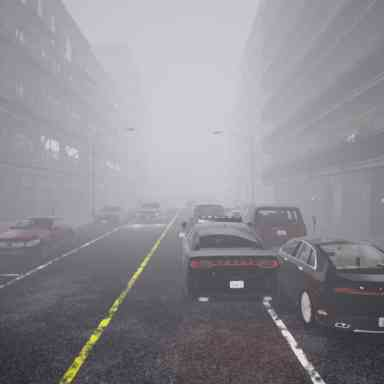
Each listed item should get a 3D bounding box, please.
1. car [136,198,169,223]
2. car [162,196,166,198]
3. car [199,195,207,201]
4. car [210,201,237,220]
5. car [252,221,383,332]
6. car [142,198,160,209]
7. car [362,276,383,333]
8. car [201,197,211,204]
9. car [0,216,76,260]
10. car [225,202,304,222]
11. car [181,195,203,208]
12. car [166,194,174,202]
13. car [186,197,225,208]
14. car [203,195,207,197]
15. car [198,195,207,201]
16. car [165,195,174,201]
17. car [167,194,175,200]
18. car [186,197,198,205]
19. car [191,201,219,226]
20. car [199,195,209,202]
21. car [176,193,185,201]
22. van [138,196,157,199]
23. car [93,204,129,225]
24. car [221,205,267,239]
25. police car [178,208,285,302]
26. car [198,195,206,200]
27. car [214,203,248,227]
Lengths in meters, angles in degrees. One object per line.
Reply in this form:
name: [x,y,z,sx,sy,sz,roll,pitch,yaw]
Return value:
car: [-3.111,1.504,25.723,1.837,1.490,4.892,0,0,0]
car: [-5.696,1.541,52.167,2.008,1.369,4.403,1,0,0]
car: [2.675,1.511,80.462,1.887,1.381,4.507,1,0,0]
car: [2.691,1.543,29.424,1.887,1.381,4.507,1,0,0]
car: [2.698,1.552,6.741,2.008,1.369,4.403,1,0,0]
car: [-5.695,1.538,46.495,1.887,1.381,4.507,1,0,0]
car: [2.700,1.551,1.070,2.008,1.369,4.403,1,0,0]
car: [2.681,1.564,63.451,1.802,1.307,4.206,1,0,0]
car: [-5.685,1.583,12.467,1.802,1.307,4.206,1,0,0]
car: [2.699,1.316,12.412,2.192,1.841,5.009,1,0,0]
car: [-0.004,1.485,44.917,2.128,1.511,4.902,0,0,0]
car: [-5.704,1.538,74.853,1.947,1.339,4.313,1,0,0]
car: [0.858,1.352,18.318,2.097,1.767,4.553,0,0,0]
car: [2.683,1.426,57.779,1.967,1.590,4.097,1,0,0]
car: [2.673,1.511,86.132,2.008,1.369,4.403,1,0,0]
car: [-5.707,1.511,86.195,2.008,1.369,4.403,1,0,0]
car: [-5.707,1.394,91.867,1.967,1.590,4.097,1,0,0]
car: [-0.020,1.549,58.527,1.994,1.385,4.181,0,0,0]
car: [0.836,1.505,24.349,1.837,1.490,4.892,0,0,0]
car: [2.678,1.412,74.790,1.967,1.590,4.097,1,0,0]
car: [-3.029,1.181,86.256,2.150,2.045,5.566,0,0,0]
van: [-5.690,1.337,40.825,1.690,1.788,3.998,1,0,0]
car: [-5.688,1.566,23.810,1.947,1.339,4.313,1,0,0]
car: [2.694,1.526,18.253,1.752,1.417,4.829,1,0,0]
police car: [0.694,1.426,8.444,1.930,1.638,5.238,0,0,-2]
car: [2.671,1.505,91.803,2.008,1.369,4.403,1,0,0]
car: [2.692,1.544,23.754,1.887,1.381,4.507,1,0,0]
